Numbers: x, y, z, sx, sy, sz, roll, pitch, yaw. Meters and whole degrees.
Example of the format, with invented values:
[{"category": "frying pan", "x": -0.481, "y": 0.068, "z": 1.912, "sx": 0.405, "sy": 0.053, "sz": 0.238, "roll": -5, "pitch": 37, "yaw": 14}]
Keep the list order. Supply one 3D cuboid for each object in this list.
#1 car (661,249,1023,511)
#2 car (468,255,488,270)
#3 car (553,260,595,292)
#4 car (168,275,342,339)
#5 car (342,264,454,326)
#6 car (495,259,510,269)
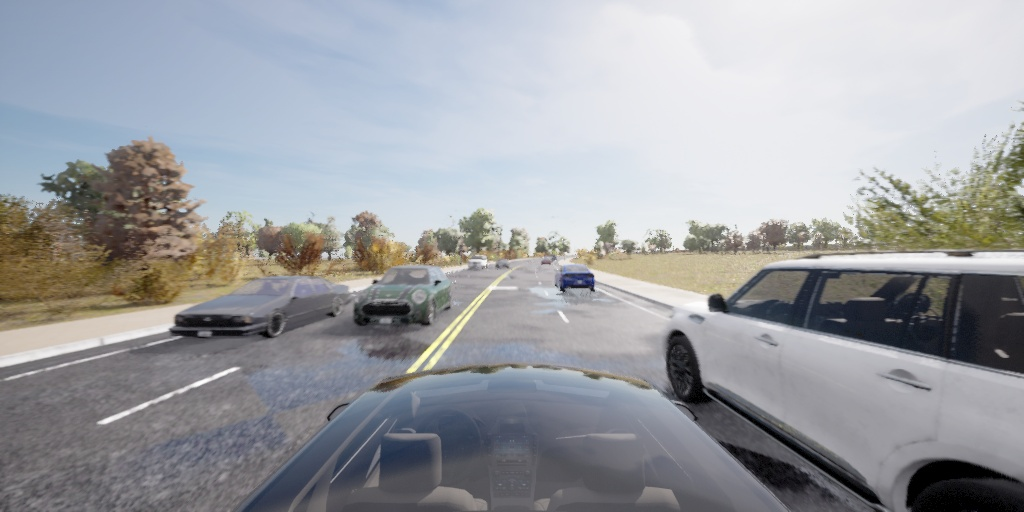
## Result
[{"category": "car", "x": 3.361, "y": 0.979, "z": 3.174, "sx": 2.150, "sy": 2.045, "sz": 5.566, "roll": 0, "pitch": 0, "yaw": 0}, {"category": "car", "x": -4.833, "y": 0.891, "z": 51.275, "sx": 2.150, "sy": 2.045, "sz": 5.566, "roll": 0, "pitch": 0, "yaw": 4}, {"category": "car", "x": 3.636, "y": 1.221, "z": 21.384, "sx": 1.882, "sy": 1.535, "sz": 5.008, "roll": 0, "pitch": 0, "yaw": 1}, {"category": "car", "x": -6.544, "y": 1.281, "z": 10.329, "sx": 2.033, "sy": 1.411, "sz": 5.357, "roll": 0, "pitch": 0, "yaw": 1}, {"category": "car", "x": -3.261, "y": 1.092, "z": 11.583, "sx": 2.097, "sy": 1.767, "sz": 4.553, "roll": 0, "pitch": 0, "yaw": 1}, {"category": "car", "x": -1.400, "y": 1.159, "z": 53.508, "sx": 2.128, "sy": 1.511, "sz": 4.902, "roll": 0, "pitch": 0, "yaw": 5}]
